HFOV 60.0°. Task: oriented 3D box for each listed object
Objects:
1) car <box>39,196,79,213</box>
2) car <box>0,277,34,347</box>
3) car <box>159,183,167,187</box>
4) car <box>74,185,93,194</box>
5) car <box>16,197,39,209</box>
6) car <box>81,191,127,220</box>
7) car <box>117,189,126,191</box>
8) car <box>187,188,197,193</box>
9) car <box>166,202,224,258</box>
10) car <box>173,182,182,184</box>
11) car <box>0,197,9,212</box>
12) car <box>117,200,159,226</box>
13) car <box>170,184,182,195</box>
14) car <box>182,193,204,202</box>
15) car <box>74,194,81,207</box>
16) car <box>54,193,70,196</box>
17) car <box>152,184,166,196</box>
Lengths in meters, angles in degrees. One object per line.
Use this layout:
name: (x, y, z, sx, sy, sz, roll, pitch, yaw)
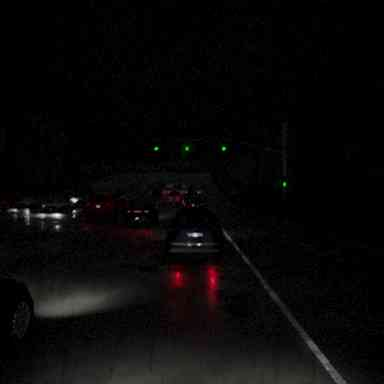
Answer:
car: (-14.090, 1.423, 35.488, 1.812, 1.442, 4.674, 0, 0, 0)
car: (-3.399, 1.516, 3.315, 1.812, 1.442, 4.674, 0, 0, 0)
car: (-6.863, -1.502, 76.778, 1.895, 1.301, 4.718, 0, 7, 0)
car: (-20.931, -0.232, 64.407, 2.150, 2.045, 5.566, 0, 6, 0)
car: (-21.045, 1.376, 43.357, 1.812, 1.442, 4.674, 0, 1, 0)
car: (-6.903, 1.148, 27.130, 2.150, 2.045, 5.566, 0, 0, 0)
car: (-13.931, 0.148, 64.409, 1.895, 1.301, 4.718, 0, 6, 0)
car: (0.084, -0.202, 67.108, 1.994, 1.385, 4.181, 0, 7, 0)
car: (0.099, 1.396, 12.594, 2.033, 1.649, 4.856, 0, 0, 0)
car: (-3.363, -1.569, 76.720, 1.812, 1.442, 4.674, 0, 7, 0)
car: (-21.146, 1.257, 34.469, 2.097, 1.767, 4.553, 0, 0, 2)
car: (-3.403, 1.429, 23.029, 2.128, 1.511, 4.902, 0, 0, 0)
car: (-3.418, -0.191, 66.709, 1.812, 1.442, 4.674, 0, 7, 0)
car: (0.097, 1.262, 32.590, 2.097, 1.767, 4.553, 0, 0, 0)
car: (-14.049, 1.361, 44.118, 1.812, 1.442, 4.674, 0, 1, 0)
car: (-21.020, 0.968, 52.948, 1.882, 1.535, 5.008, 0, 3, 1)
car: (-6.920, -0.121, 66.320, 2.033, 1.411, 5.357, 0, 7, 0)
